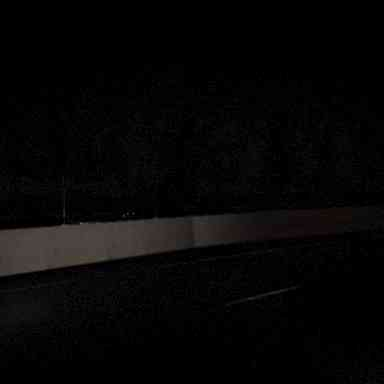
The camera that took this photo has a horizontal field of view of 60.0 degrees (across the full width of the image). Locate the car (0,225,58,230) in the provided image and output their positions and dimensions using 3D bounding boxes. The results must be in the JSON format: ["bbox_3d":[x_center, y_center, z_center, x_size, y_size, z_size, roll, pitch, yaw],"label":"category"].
[{"bbox_3d":[-8.275,1.522,15.085,4.718,1.301,1.895,-1,1,-34],"label":"car"}]

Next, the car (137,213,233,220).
[{"bbox_3d":[0.072,1.309,16.238,4.892,1.490,1.837,-1,1,-30],"label":"car"}]
